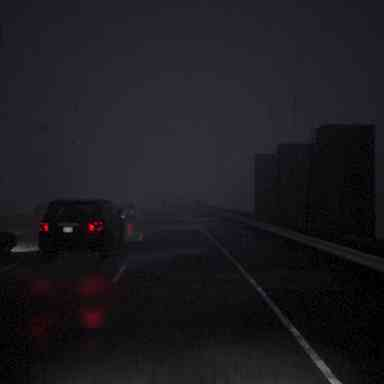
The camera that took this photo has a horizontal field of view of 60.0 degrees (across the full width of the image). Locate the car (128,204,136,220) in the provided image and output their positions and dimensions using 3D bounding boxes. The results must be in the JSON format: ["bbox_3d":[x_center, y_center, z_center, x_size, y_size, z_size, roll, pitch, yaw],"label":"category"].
[{"bbox_3d":[-5.906,1.686,29.208,1.895,1.301,4.718,0,0,-9],"label":"car"}]

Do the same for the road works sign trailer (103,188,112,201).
[{"bbox_3d":[-23.620,0.742,92.144,2.380,3.560,2.880,0,0,-30],"label":"road works sign trailer"}]

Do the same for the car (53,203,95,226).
[{"bbox_3d":[-8.912,1.629,25.654,2.033,1.411,5.357,0,0,-8],"label":"car"}]

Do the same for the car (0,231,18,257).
[{"bbox_3d":[-7.326,1.586,10.001,2.033,1.411,5.357,0,0,-3],"label":"car"}]

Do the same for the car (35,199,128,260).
[{"bbox_3d":[-3.993,1.260,12.861,2.150,2.045,5.566,0,0,-4],"label":"car"}]
